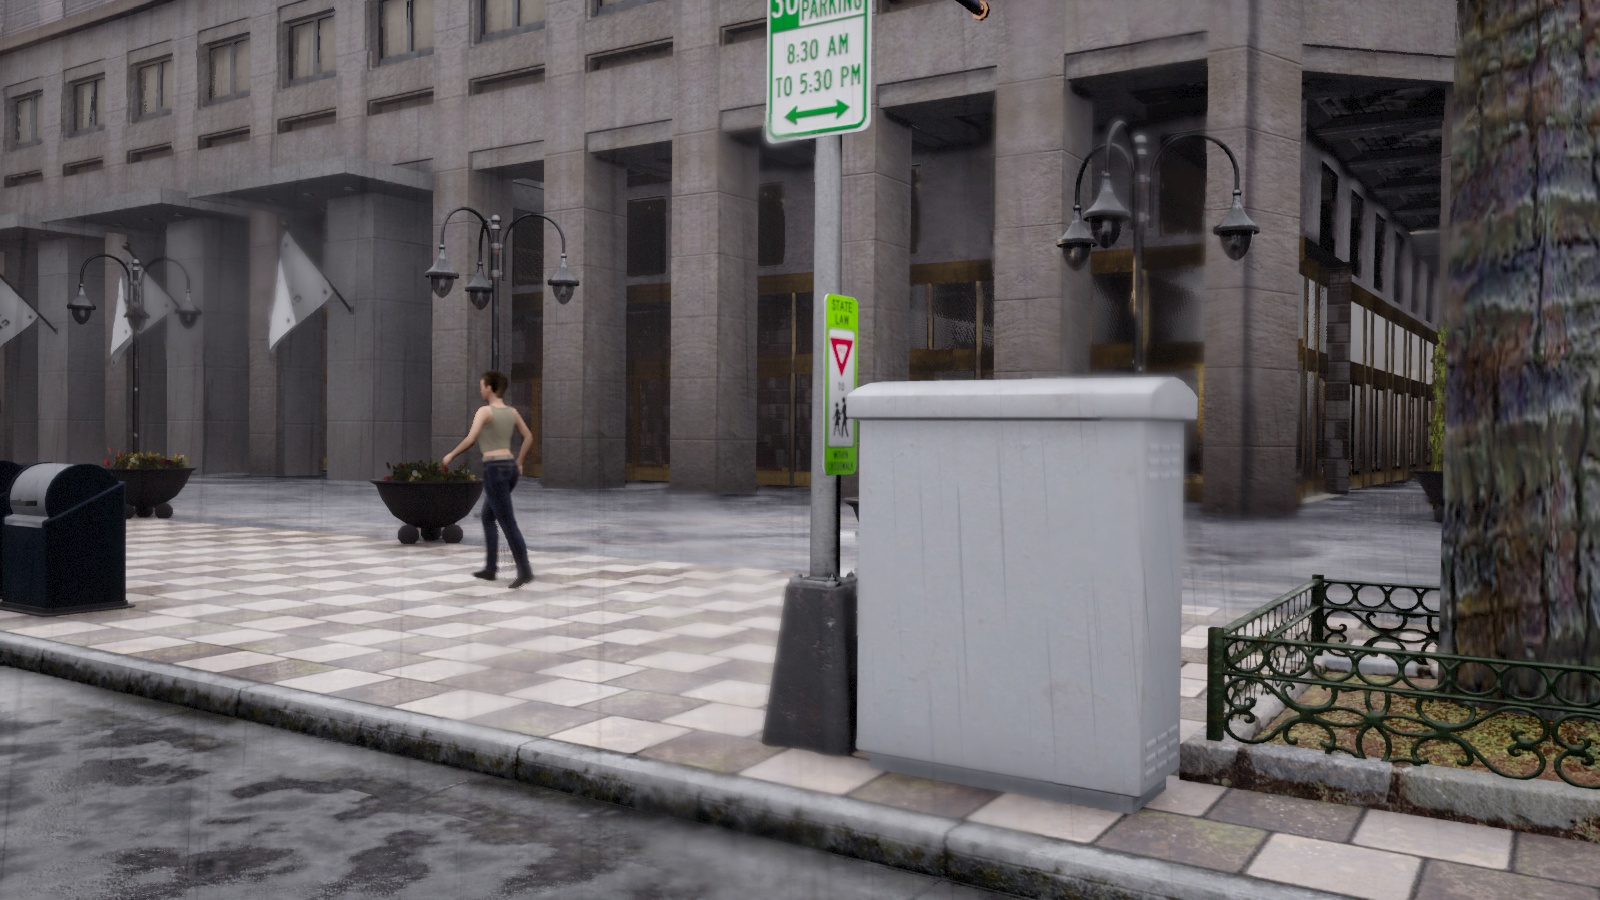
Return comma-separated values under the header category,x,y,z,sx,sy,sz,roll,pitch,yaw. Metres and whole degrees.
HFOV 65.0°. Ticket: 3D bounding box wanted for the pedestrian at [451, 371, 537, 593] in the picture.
category,x,y,z,sx,sy,sz,roll,pitch,yaw
pedestrian,-2.594,0.266,10.646,0.594,1.836,0.345,0,1,23
